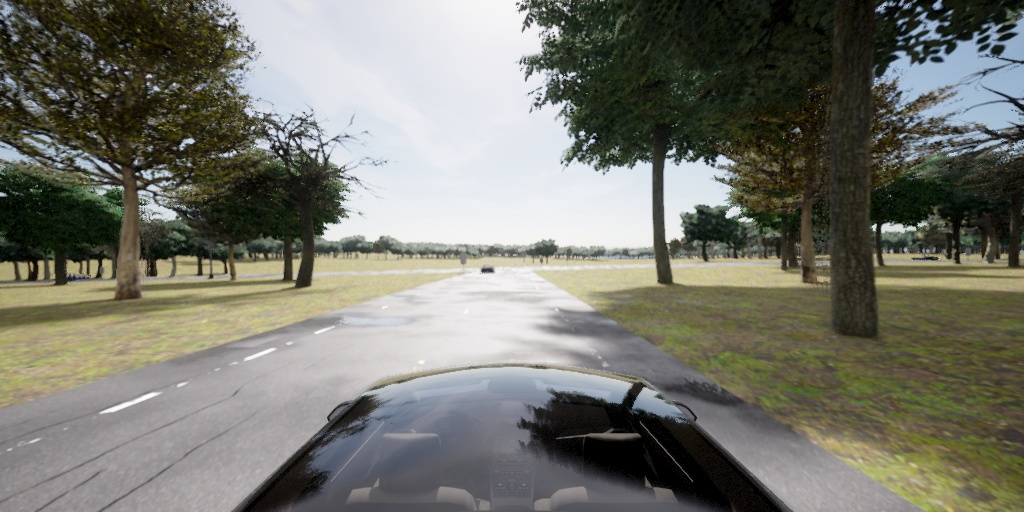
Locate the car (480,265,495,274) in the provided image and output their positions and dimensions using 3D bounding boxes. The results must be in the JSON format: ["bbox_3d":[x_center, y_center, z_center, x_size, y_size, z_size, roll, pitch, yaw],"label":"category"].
[{"bbox_3d":[-3.540,1.906,52.435,1.895,1.301,4.718,0,-1,0],"label":"car"}]
